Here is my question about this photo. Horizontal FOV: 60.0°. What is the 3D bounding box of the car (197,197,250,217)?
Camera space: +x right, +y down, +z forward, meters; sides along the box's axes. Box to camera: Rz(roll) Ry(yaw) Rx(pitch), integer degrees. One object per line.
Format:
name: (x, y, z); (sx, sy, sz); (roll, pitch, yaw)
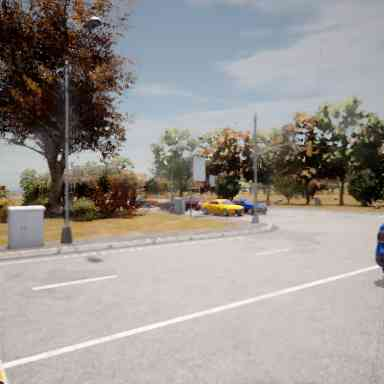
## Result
car: (2.873, 1.476, 31.625); (1.882, 1.535, 5.008); (0, 0, -32)

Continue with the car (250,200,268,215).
car: (5.567, 1.476, 33.908); (1.882, 1.535, 5.008); (0, 0, -32)

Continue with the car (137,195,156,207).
car: (-7.502, 1.465, 47.815); (1.837, 1.490, 4.892); (0, 0, -34)

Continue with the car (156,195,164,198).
car: (-4.900, 1.309, 50.220); (2.097, 1.767, 4.553); (0, 0, -33)

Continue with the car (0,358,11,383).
car: (-3.267, 1.353, 1.417); (4.553, 1.767, 2.097); (0, 0, -36)

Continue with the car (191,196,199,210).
car: (0.683, 1.341, 41.602); (2.097, 1.767, 4.553); (0, 0, -33)

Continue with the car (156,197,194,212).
car: (-2.108, 1.591, 39.479); (1.895, 1.301, 4.718); (0, 0, -33)

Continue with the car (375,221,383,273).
car: (7.034, 1.220, 8.761); (5.566, 2.045, 2.150); (0, 0, -36)
